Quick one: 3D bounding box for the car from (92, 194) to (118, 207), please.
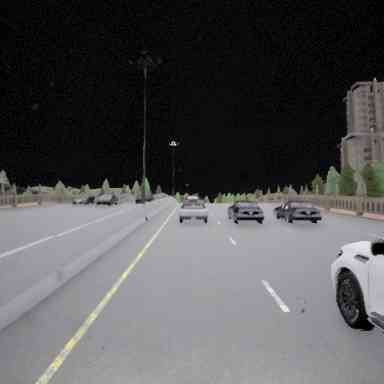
[{"bbox_3d":[-10.590,1.036,41.735,1.882,1.535,5.008,0,0,0],"label":"car"}]

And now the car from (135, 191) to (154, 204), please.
[{"bbox_3d":[-7.034,0.778,49.817,2.150,2.045,5.566,0,-1,0],"label":"car"}]

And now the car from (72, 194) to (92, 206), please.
[{"bbox_3d":[-14.081,1.033,43.599,2.128,1.511,4.902,0,0,0],"label":"car"}]

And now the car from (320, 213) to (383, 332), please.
[{"bbox_3d":[3.599,1.202,3.659,2.150,2.045,5.566,0,0,0],"label":"car"}]

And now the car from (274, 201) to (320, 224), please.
[{"bbox_3d":[7.095,1.317,22.784,2.033,1.411,5.357,0,1,0],"label":"car"}]

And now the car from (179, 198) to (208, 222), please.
[{"bbox_3d":[0.094,1.362,23.506,1.895,1.301,4.718,0,1,0],"label":"car"}]

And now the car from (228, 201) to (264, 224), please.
[{"bbox_3d":[3.595,1.317,22.807,2.033,1.411,5.357,0,1,0],"label":"car"}]

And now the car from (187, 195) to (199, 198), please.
[{"bbox_3d":[0.092,1.117,38.961,1.812,1.442,4.674,0,1,0],"label":"car"}]
